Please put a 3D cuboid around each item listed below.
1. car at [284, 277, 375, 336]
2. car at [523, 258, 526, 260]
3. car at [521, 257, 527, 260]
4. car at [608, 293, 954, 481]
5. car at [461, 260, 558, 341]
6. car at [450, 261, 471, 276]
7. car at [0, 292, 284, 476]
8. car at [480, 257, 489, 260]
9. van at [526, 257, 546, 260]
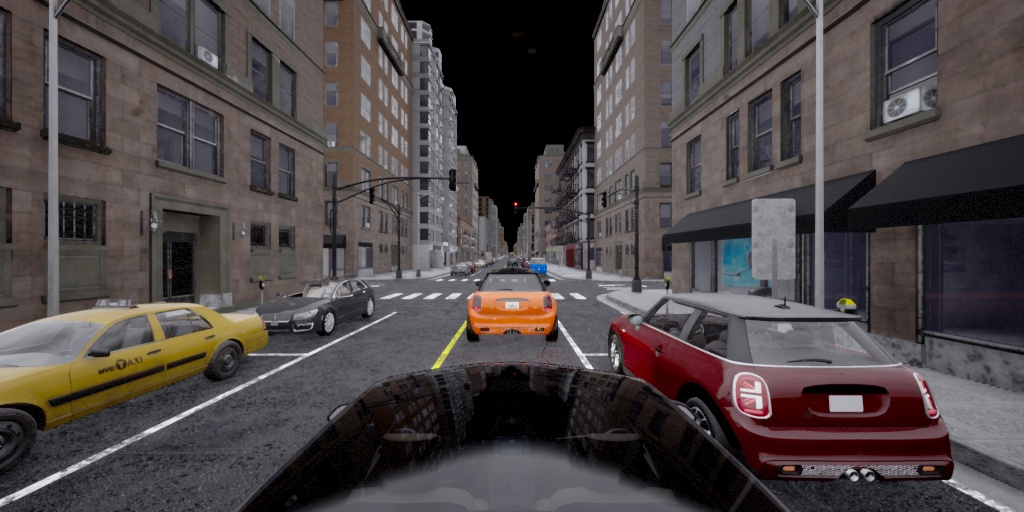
[{"bbox_3d":[-5.375,1.300,10.295,2.007,1.370,4.403,0,0,0],"label":"car"},{"bbox_3d":[2.709,1.328,48.735,1.802,1.307,4.207,0,0,0],"label":"car"},{"bbox_3d":[2.726,1.324,60.098,1.802,1.307,4.207,0,0,0],"label":"car"},{"bbox_3d":[2.642,1.190,4.773,1.967,1.591,4.097,0,0,0],"label":"car"},{"bbox_3d":[0.024,1.102,9.993,2.097,1.767,4.553,0,0,0],"label":"car"},{"bbox_3d":[-5.333,1.298,37.376,2.007,1.370,4.403,0,0,0],"label":"car"},{"bbox_3d":[-5.383,1.275,4.606,1.751,1.417,4.829,0,0,0],"label":"car"},{"bbox_3d":[-5.299,1.268,59.934,1.751,1.417,4.829,0,0,0],"label":"car"},{"bbox_3d":[2.692,1.088,37.373,1.690,1.789,3.998,0,0,0],"label":"van"}]
